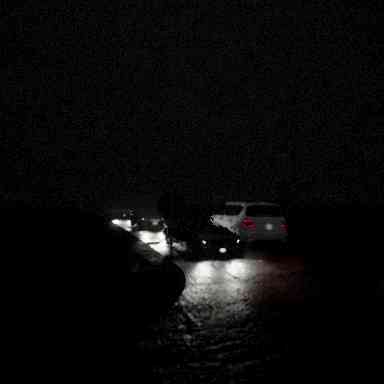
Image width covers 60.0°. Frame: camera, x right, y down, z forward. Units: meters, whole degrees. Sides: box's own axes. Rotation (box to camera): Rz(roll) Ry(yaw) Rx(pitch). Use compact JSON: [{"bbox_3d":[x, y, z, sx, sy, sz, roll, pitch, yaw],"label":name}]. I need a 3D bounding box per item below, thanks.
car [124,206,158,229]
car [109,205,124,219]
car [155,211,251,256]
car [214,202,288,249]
[{"bbox_3d":[-3.259,1.816,24.109,2.128,1.511,4.902,1,-1,-20],"label":"car"},{"bbox_3d":[-7.644,2.089,35.533,1.895,1.301,4.718,1,-1,-22],"label":"car"},{"bbox_3d":[0.186,1.733,14.420,2.033,1.411,5.357,1,-1,-20],"label":"car"},{"bbox_3d":[2.426,1.500,15.958,2.150,2.045,5.566,2,-1,-14],"label":"car"}]
